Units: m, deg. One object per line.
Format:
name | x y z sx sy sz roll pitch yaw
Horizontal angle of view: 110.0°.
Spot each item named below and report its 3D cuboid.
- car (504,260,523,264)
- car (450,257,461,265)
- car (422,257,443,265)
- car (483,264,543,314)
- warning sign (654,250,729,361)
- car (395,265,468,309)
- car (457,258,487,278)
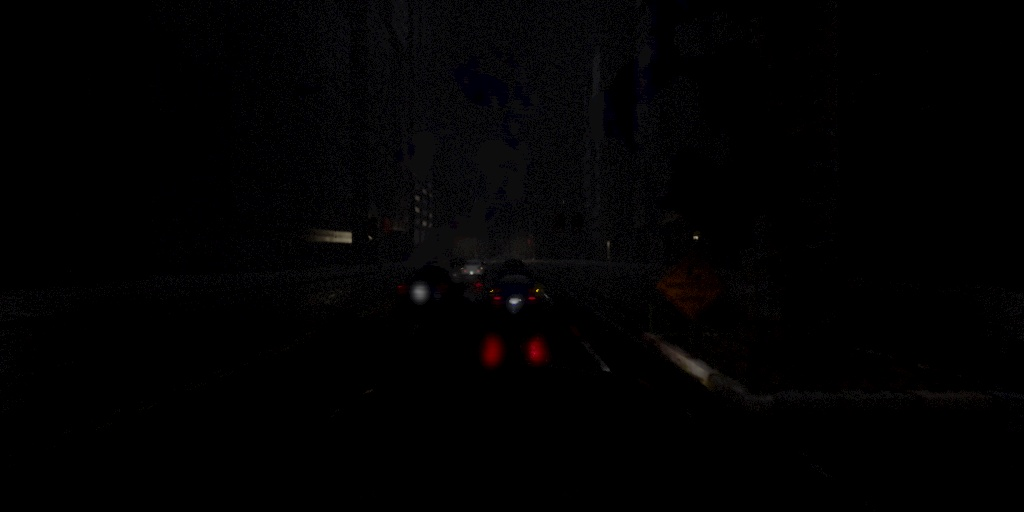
car | 0.133 1.041 29.010 1.837 1.490 4.892 0 0 0
car | -6.512 0.933 44.514 1.837 1.490 4.892 0 0 0
car | -9.761 0.933 44.502 1.837 1.490 4.892 0 0 0
car | 0.102 1.182 13.218 1.812 1.442 4.674 0 0 0
warning sign | 3.234 0.825 6.495 1.300 1.860 1.060 0 0 0
car | -3.141 1.212 14.281 1.994 1.385 4.181 0 0 0
car | -3.111 1.054 30.000 1.812 1.442 4.674 0 0 0
